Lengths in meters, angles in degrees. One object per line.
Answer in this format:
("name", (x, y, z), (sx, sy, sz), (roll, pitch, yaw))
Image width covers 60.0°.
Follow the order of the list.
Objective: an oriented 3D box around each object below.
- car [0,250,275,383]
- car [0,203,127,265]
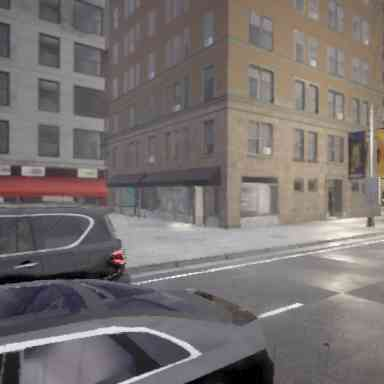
("car", (-1.563, 1.485, 2.098), (4.902, 1.511, 2.128), (0, 0, -36))
("car", (-3.620, 1.207, 4.622), (5.566, 2.045, 2.150), (0, 0, -36))
